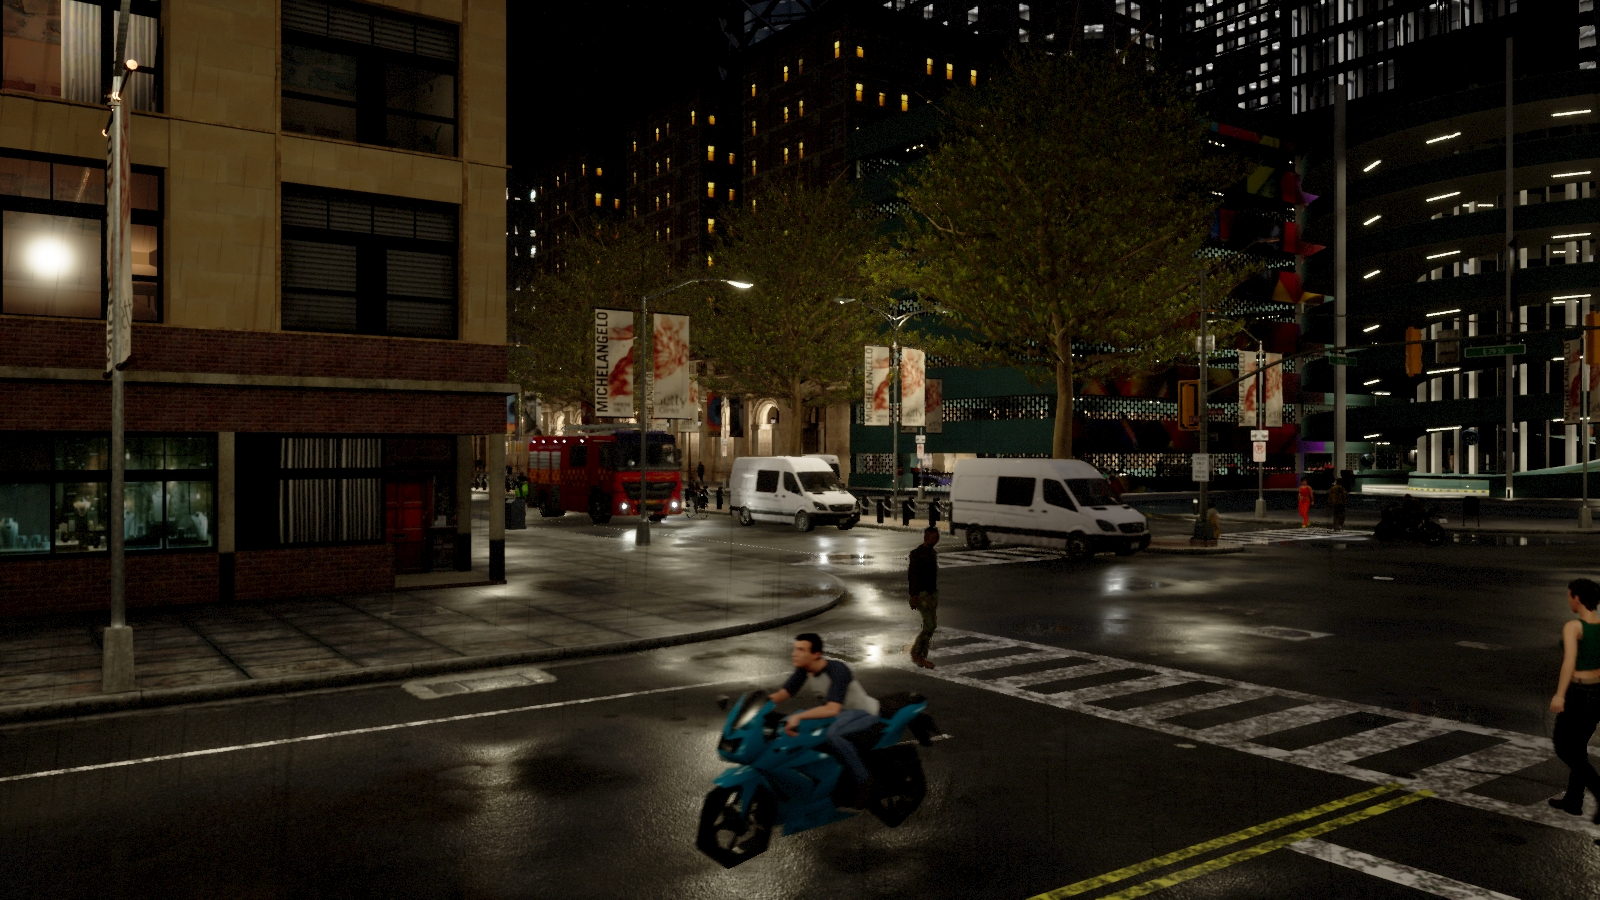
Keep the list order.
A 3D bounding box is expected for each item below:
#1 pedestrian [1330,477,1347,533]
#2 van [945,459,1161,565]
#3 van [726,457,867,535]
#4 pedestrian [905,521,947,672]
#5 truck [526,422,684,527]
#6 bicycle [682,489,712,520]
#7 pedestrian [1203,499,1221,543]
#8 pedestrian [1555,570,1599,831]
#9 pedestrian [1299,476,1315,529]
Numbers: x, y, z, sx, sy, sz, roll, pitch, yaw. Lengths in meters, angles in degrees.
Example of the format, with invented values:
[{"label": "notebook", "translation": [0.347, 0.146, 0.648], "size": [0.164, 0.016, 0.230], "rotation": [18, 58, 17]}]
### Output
[{"label": "pedestrian", "translation": [18.253, 1.848, 38.713], "size": [0.375, 1.860, 0.375], "rotation": [0, 0, -32]}, {"label": "van", "translation": [6.695, 1.535, 31.040], "size": [1.988, 2.561, 5.915], "rotation": [0, 0, -36]}, {"label": "van", "translation": [-0.239, 1.535, 40.836], "size": [1.988, 2.561, 5.915], "rotation": [0, 0, -35]}, {"label": "pedestrian", "translation": [1.603, 1.849, 14.555], "size": [0.375, 1.860, 0.375], "rotation": [0, 0, -43]}, {"label": "truck", "translation": [-7.985, 0.890, 45.749], "size": [2.891, 3.827, 8.468], "rotation": [0, 0, -35]}, {"label": "bicycle", "translation": [-4.198, 2.210, 46.419], "size": [0.329, 1.171, 1.835], "rotation": [0, 0, -35]}, {"label": "pedestrian", "translation": [12.393, 2.128, 34.366], "size": [0.375, 1.300, 0.375], "rotation": [0, 0, 42]}, {"label": "pedestrian", "translation": [5.970, 1.849, 8.551], "size": [0.375, 1.860, 0.375], "rotation": [0, 0, -14]}, {"label": "pedestrian", "translation": [18.057, 1.848, 40.674], "size": [0.375, 1.860, 0.375], "rotation": [0, 0, -35]}]
